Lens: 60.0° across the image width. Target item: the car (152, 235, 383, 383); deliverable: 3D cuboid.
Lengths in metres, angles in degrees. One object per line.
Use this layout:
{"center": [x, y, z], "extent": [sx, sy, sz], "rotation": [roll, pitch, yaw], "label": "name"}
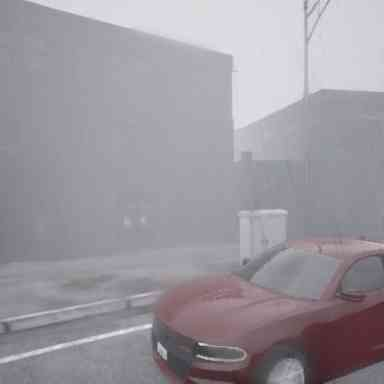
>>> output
{"center": [1.892, 1.440, 4.753], "extent": [5.008, 1.535, 1.882], "rotation": [0, 0, -28], "label": "car"}
